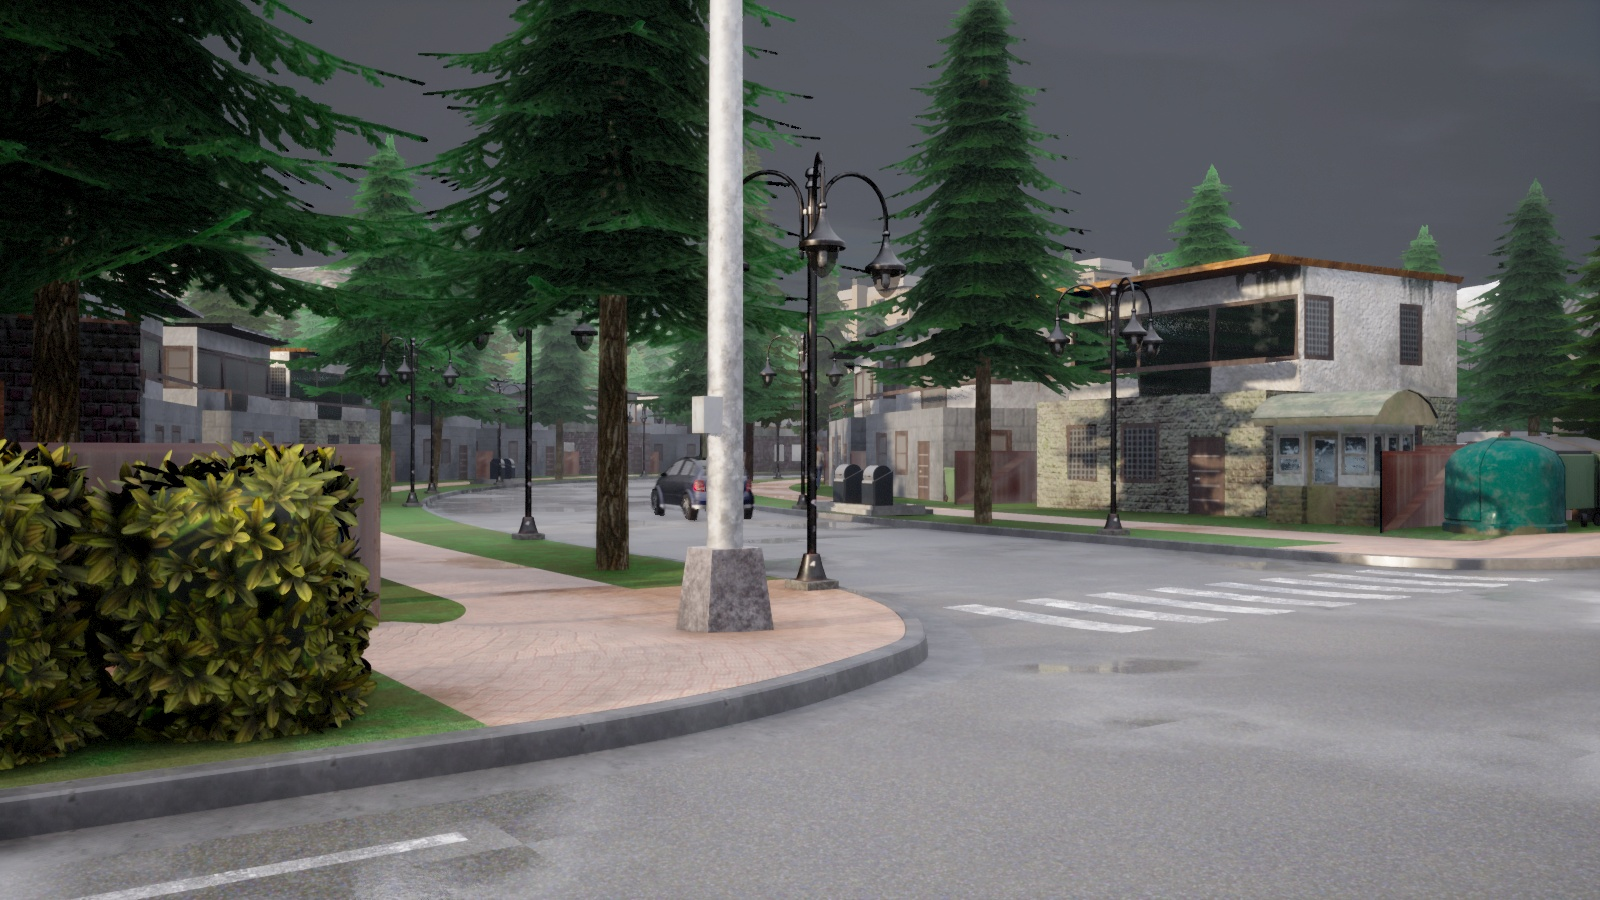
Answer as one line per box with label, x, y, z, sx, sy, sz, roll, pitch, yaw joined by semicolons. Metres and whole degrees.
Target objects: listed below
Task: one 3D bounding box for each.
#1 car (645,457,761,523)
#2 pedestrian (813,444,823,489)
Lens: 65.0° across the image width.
car;-2.534;0.964;31.990;1.789;1.549;3.705;0;0;-24
pedestrian;0.724;0.675;51.454;0.354;1.836;0.706;0;0;-5
